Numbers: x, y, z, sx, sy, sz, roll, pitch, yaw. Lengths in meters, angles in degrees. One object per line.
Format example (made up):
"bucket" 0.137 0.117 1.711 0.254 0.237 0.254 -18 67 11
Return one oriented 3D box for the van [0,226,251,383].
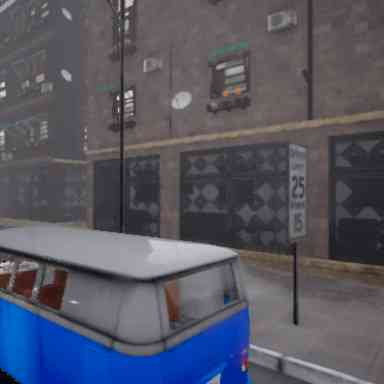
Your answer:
"van" -1.290 1.378 3.921 3.998 1.788 1.690 0 -1 38
